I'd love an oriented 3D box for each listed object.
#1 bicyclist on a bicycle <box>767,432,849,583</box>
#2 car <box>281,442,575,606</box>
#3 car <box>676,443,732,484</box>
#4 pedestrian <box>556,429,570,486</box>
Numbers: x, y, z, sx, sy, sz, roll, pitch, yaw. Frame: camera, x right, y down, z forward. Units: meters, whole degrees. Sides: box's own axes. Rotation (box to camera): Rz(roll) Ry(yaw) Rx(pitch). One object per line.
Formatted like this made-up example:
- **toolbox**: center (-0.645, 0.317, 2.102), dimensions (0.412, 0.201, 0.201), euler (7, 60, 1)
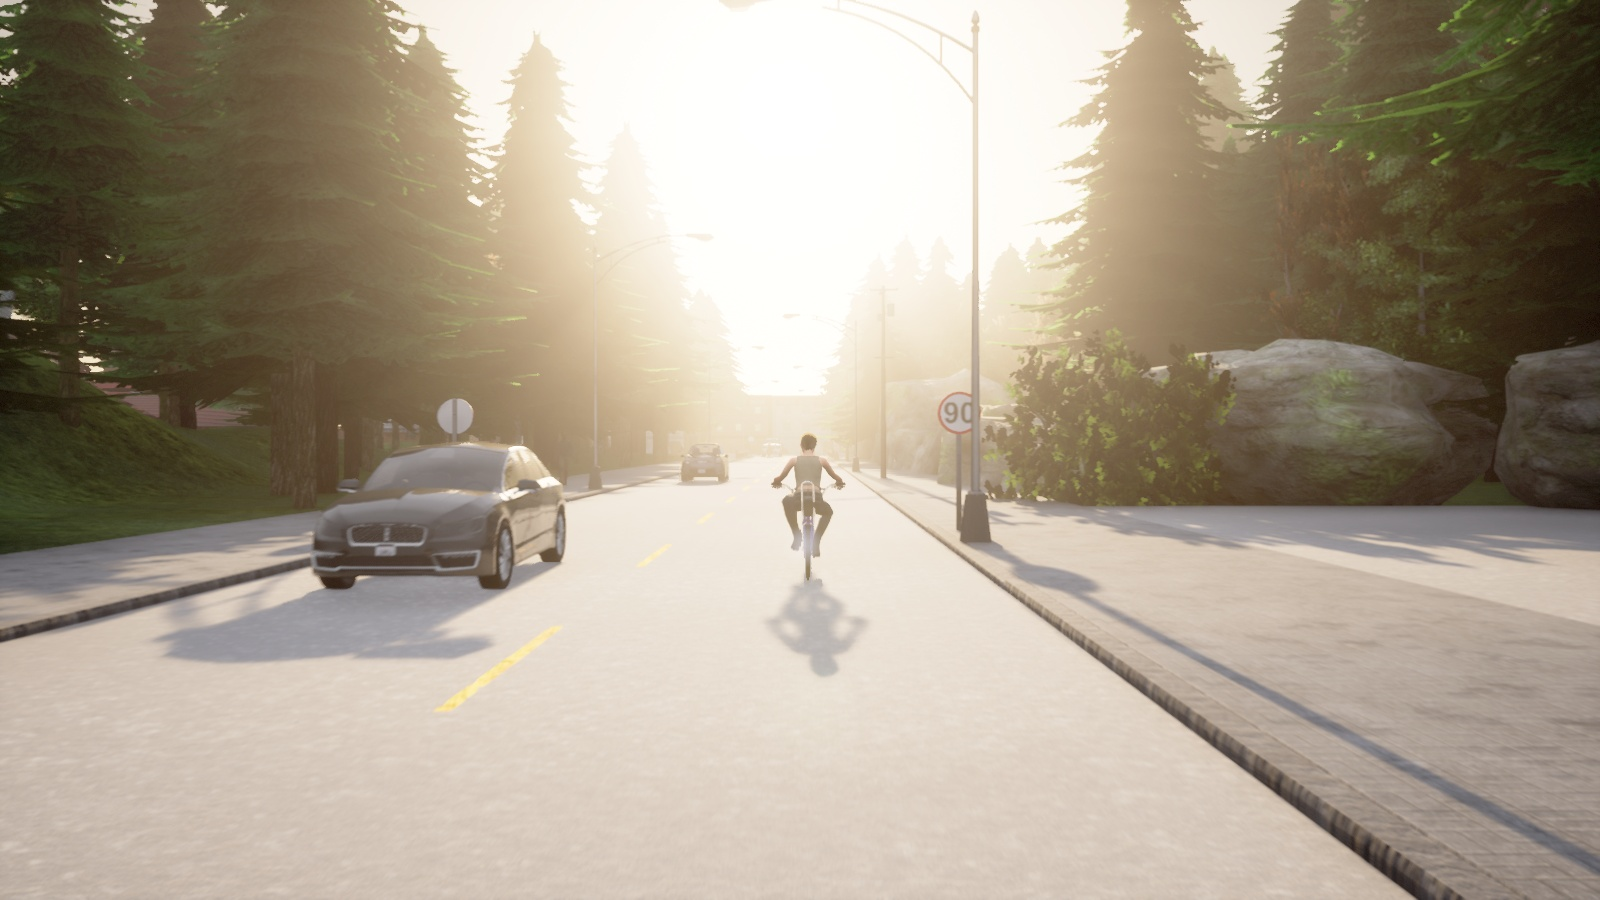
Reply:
- **bicyclist on a bicycle**: center (0.093, 0.607, 14.180), dimensions (0.866, 1.612, 1.509), euler (0, 0, 1)
- **car**: center (-3.903, 0.671, 14.143), dimensions (1.837, 1.490, 4.892), euler (0, 1, 0)
- **car**: center (-3.678, 0.496, 48.583), dimensions (1.845, 1.501, 3.633), euler (0, 0, 0)
- **pedestrian**: center (-7.673, 0.232, 40.667), dimensions (0.370, 1.835, 0.726), euler (0, 0, -5)
